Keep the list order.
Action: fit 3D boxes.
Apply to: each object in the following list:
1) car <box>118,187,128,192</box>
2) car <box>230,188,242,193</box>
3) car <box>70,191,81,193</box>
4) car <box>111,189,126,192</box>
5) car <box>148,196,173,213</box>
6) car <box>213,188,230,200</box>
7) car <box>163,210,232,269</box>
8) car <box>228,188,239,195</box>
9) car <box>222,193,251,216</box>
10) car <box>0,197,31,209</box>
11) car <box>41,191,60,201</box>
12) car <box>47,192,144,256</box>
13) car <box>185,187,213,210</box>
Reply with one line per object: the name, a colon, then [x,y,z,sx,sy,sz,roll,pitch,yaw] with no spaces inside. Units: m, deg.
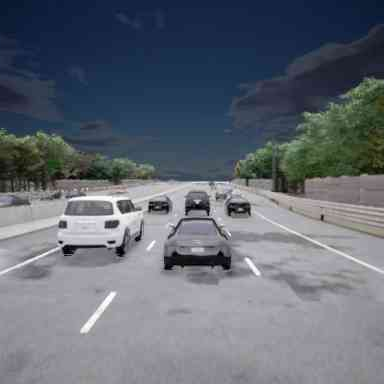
car: [-15.455,-0.194,72.709,2.097,1.767,4.553,0,2,2]
car: [8.574,0.244,64.088,1.812,1.442,4.674,0,2,4]
car: [-19.660,0.557,56.068,2.033,1.411,5.357,0,2,2]
car: [-12.793,0.612,53.863,2.033,1.411,5.357,0,2,3]
car: [-2.938,1.101,31.555,1.882,1.535,5.008,0,1,2]
car: [4.814,0.539,54.880,1.812,1.442,4.674,0,2,2]
car: [0.173,1.519,11.013,1.994,1.385,4.181,0,0,1]
car: [9.127,-0.146,74.104,2.033,1.411,5.357,0,2,2]
car: [3.880,1.160,28.673,1.882,1.535,5.008,0,1,1]
car: [-17.159,1.188,31.128,2.033,1.411,5.357,0,1,2]
car: [-22.643,0.579,53.584,2.128,1.511,4.902,0,2,-1]
car: [-3.308,1.159,13.058,2.150,2.045,5.566,0,1,1]
car: [0.515,0.881,29.954,2.150,2.045,5.566,0,1,1]
